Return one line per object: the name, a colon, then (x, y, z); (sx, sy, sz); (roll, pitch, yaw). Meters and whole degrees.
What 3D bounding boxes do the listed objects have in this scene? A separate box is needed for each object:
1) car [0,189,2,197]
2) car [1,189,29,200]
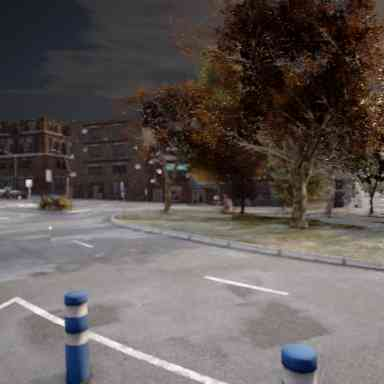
car: (-30.650, 0.284, 54.007); (2.002, 1.452, 4.674); (4, 1, -3)
car: (-27.743, 0.457, 53.126); (2.231, 1.521, 4.892); (4, 1, -3)
